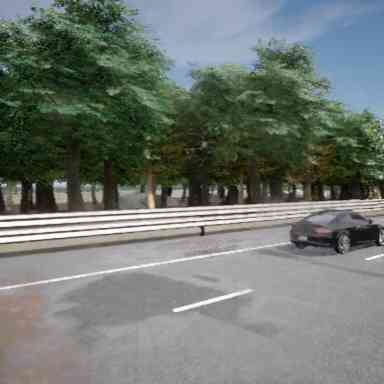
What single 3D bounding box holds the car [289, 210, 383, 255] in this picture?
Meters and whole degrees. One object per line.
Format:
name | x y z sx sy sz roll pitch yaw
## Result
car | 5.618 1.394 12.667 4.674 1.442 1.812 -1 1 -37
